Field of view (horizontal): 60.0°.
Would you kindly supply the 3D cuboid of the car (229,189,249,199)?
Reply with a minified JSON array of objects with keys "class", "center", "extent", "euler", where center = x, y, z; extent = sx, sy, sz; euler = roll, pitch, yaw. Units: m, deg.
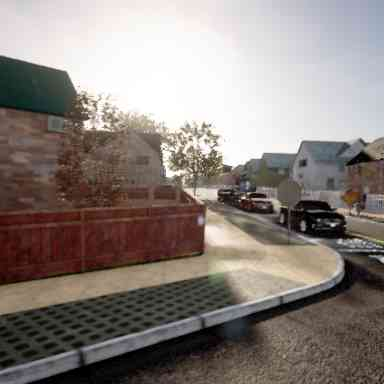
[{"class":"car","center":[6.595,0.242,46.991],"extent":[1.895,1.301,4.718],"euler":[1,2,-4]}]

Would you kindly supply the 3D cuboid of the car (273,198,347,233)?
[{"class":"car","center":[5.950,1.102,16.852],"extent":[1.837,1.490,4.892],"euler":[1,2,-4]}]

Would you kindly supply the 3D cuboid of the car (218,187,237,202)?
[{"class":"car","center":[4.282,0.298,39.305],"extent":[1.882,1.535,5.008],"euler":[1,2,-4]}]

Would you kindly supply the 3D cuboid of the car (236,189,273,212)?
[{"class":"car","center":[5.193,0.767,26.994],"extent":[1.812,1.442,4.674],"euler":[1,2,-5]}]

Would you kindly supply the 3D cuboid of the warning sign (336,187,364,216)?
[{"class":"warning sign","center":[10.843,0.645,22.889],"extent":[1.300,1.860,1.060],"euler":[-1,-1,-4]}]

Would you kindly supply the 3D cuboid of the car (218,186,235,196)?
[{"class":"car","center":[5.814,-0.183,56.785],"extent":[2.128,1.511,4.902],"euler":[1,2,-4]}]
